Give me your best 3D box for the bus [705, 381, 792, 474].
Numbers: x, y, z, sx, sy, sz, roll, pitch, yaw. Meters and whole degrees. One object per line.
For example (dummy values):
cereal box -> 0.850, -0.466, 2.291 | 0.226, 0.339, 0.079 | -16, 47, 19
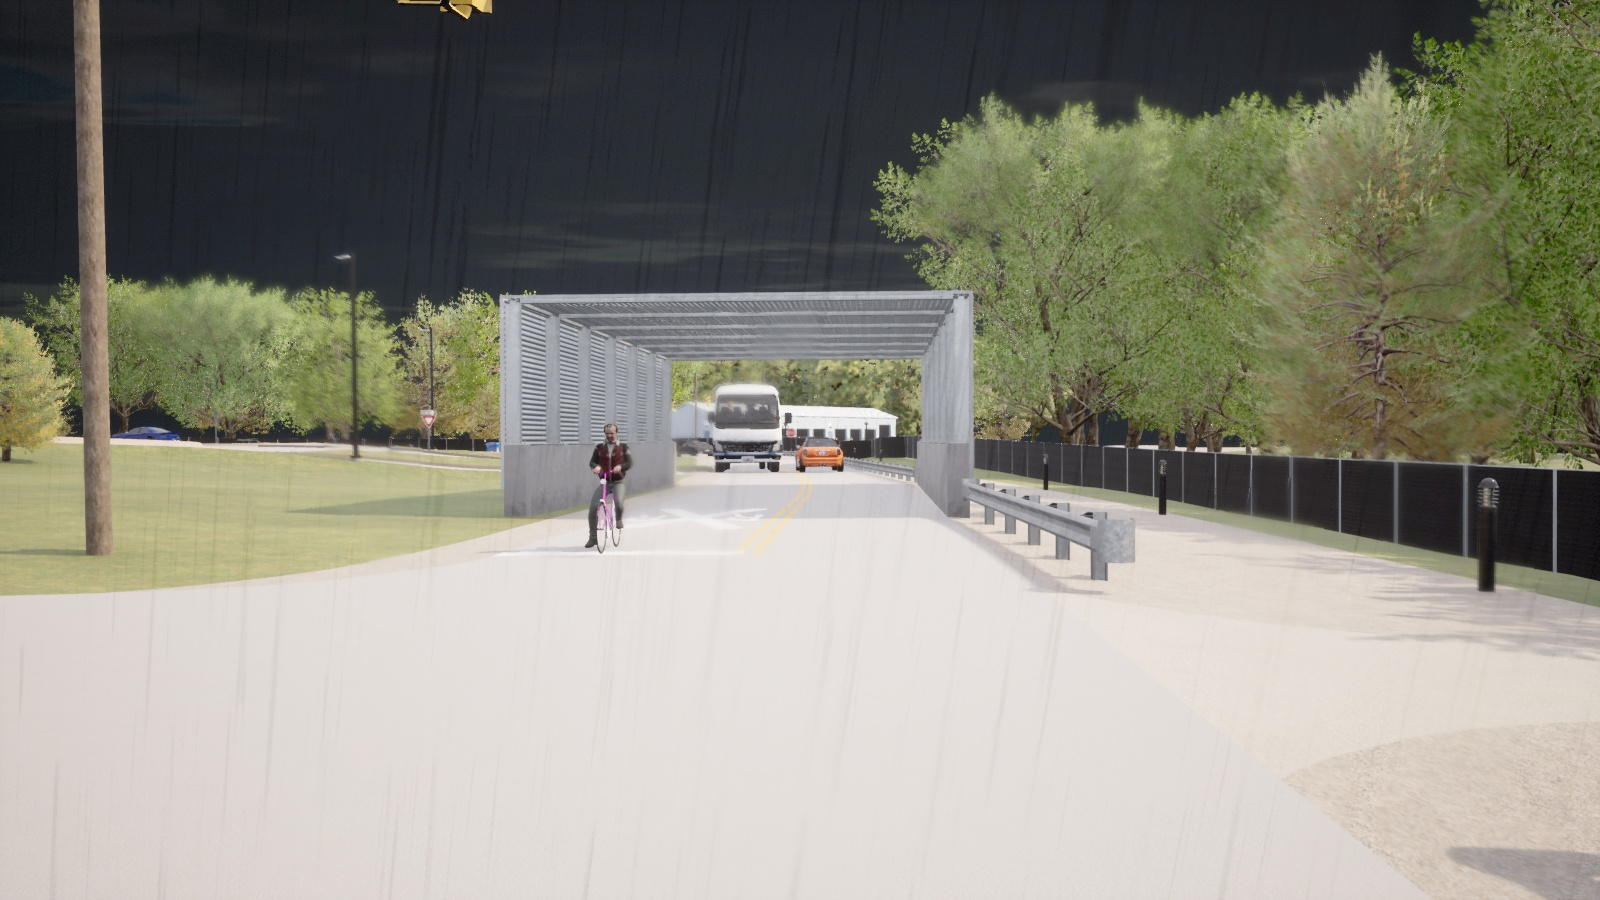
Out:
bus -> -2.695, -1.066, 62.547 | 3.944, 4.253, 10.273 | 0, 0, -4

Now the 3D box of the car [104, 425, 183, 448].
car -> -45.823, -0.937, 87.670 | 5.008, 1.535, 1.882 | 0, -2, 18

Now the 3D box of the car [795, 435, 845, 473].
car -> 0.910, 0.164, 61.020 | 2.097, 1.767, 4.553 | 0, 0, -3

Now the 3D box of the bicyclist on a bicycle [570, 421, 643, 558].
bicyclist on a bicycle -> -2.633, 0.512, 17.259 | 0.659, 1.776, 1.843 | 0, 0, 2
